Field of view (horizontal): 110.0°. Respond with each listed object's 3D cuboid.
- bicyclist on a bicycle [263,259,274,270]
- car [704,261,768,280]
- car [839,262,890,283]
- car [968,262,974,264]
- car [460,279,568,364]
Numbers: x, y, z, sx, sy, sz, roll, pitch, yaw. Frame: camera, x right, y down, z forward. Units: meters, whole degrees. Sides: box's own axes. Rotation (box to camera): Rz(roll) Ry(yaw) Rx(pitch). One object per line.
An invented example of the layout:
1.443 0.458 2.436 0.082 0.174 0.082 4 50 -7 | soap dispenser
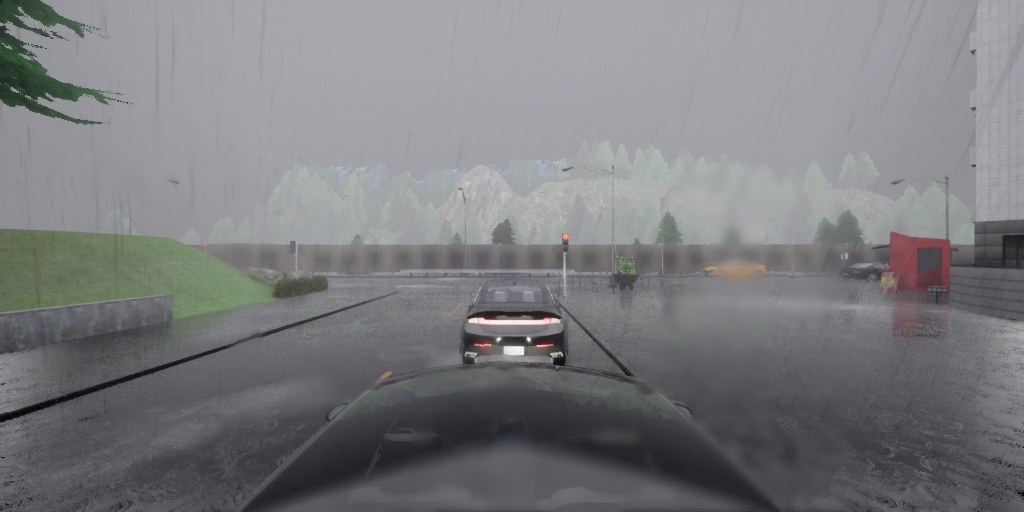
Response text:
-24.027 1.099 35.400 0.582 1.620 1.656 0 0 0 | bicyclist on a bicycle
19.377 1.228 31.221 5.008 1.535 1.882 -1 0 0 | car
27.673 1.227 27.030 5.008 1.535 1.882 0 0 0 | car
40.913 1.227 31.200 5.008 1.535 1.882 0 0 0 | car
0.053 1.241 7.923 2.128 1.511 4.902 0 0 0 | car
